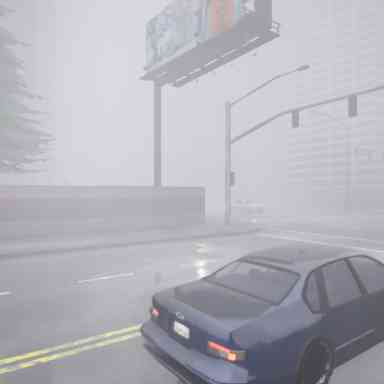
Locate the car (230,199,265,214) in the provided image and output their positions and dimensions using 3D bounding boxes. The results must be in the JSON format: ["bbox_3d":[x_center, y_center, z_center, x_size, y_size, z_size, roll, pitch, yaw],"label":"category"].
[{"bbox_3d":[5.719,1.526,35.862,1.812,1.442,4.674,0,0,-35],"label":"car"}]

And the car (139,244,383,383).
[{"bbox_3d":[1.901,1.548,5.120,5.357,1.411,2.033,0,0,-36],"label":"car"}]
